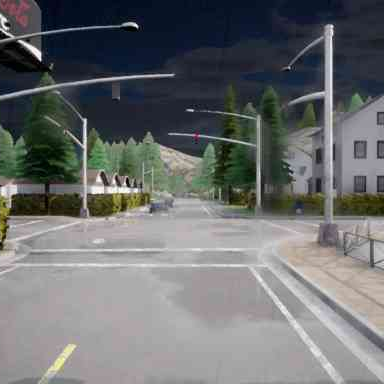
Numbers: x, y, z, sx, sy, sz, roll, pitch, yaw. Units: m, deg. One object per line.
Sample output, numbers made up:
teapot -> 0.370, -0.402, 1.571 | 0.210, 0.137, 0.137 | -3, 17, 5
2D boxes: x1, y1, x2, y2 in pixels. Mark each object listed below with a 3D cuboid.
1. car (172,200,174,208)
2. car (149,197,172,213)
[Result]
car -> -3.591, 1.505, 47.085 | 1.837, 1.490, 4.892 | 0, 0, 0
car -> -3.597, 1.526, 37.117 | 1.812, 1.442, 4.674 | 0, 0, 0
